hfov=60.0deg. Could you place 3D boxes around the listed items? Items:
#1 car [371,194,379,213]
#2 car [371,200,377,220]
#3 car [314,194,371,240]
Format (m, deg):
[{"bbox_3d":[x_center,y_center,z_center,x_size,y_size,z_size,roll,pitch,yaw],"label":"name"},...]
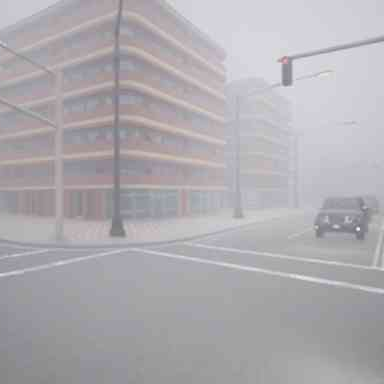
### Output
[{"bbox_3d":[18.693,1.277,35.651,2.150,2.045,5.566,0,0,31],"label":"car"},{"bbox_3d":[13.418,1.598,26.791,2.033,1.411,5.357,0,0,30],"label":"car"},{"bbox_3d":[8.129,1.268,17.885,2.150,2.045,5.566,0,0,31],"label":"car"}]
